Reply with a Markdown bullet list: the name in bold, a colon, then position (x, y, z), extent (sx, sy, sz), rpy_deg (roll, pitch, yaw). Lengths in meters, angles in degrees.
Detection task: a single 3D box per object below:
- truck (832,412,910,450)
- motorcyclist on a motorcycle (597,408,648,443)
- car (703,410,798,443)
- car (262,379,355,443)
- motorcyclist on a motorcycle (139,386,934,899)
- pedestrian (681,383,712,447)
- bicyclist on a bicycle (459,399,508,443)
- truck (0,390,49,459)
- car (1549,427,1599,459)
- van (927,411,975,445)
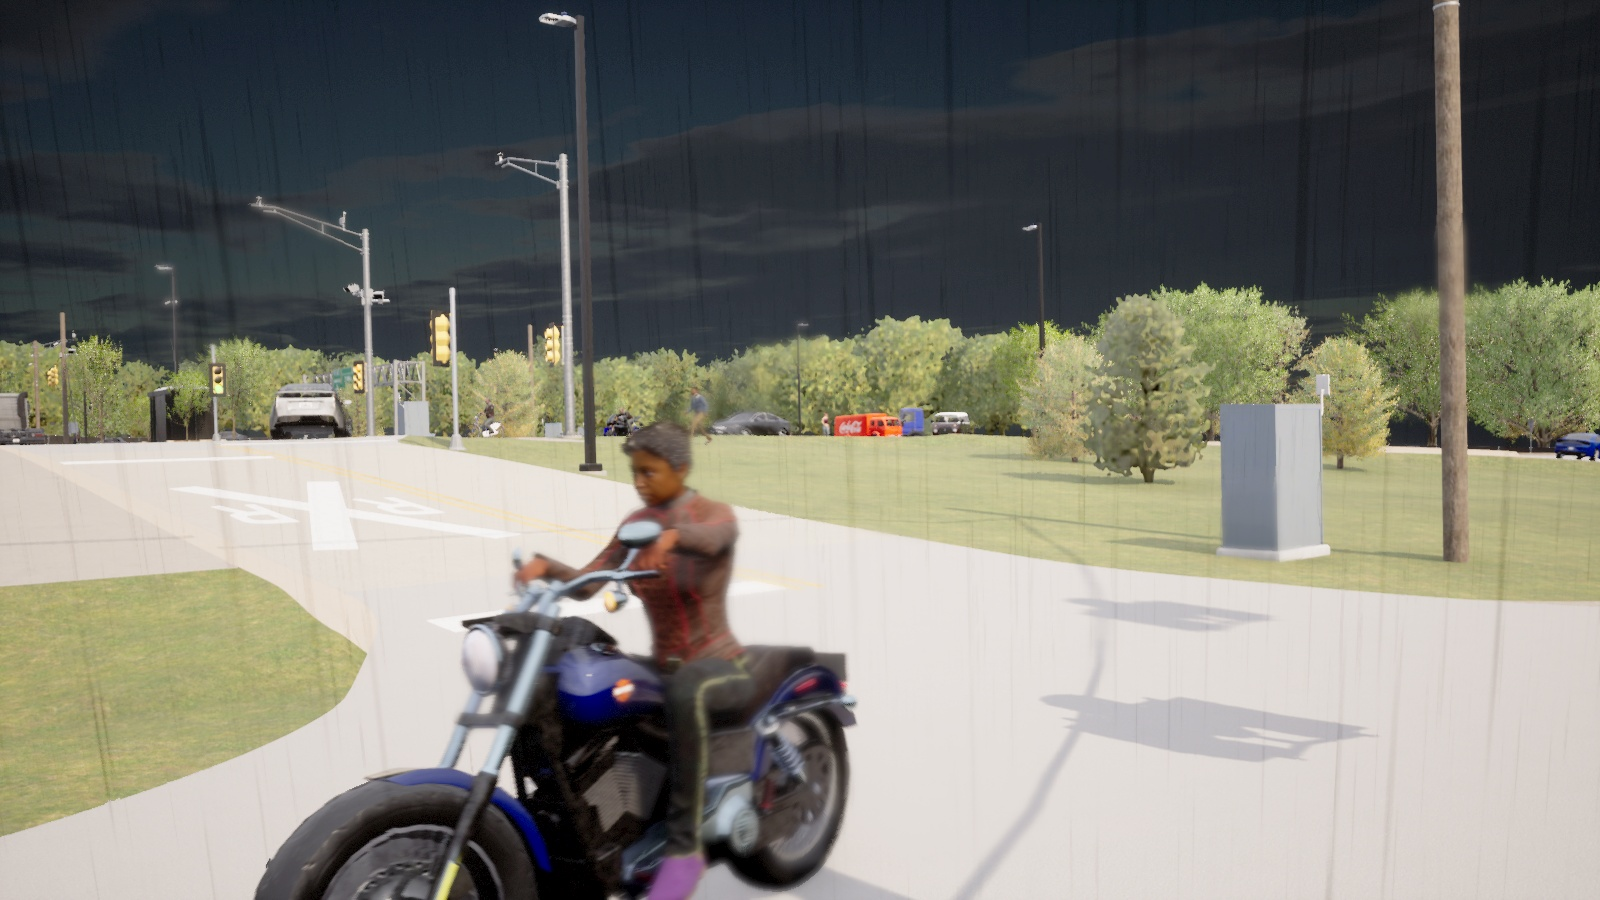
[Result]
- **truck**: position (5.090, -1.364, 90.912), extent (2.627, 2.467, 5.204), rpy_deg (-2, 0, -41)
- **motorcyclist on a motorcycle**: position (-8.000, -1.084, 56.676), extent (0.866, 1.530, 2.191), rpy_deg (-1, -1, 44)
- **car**: position (-2.434, -1.147, 62.695), extent (2.128, 1.511, 4.902), rpy_deg (-1, 0, 36)
- **car**: position (-13.258, -1.010, 34.086), extent (2.007, 1.525, 4.514), rpy_deg (-2, 0, -17)
- **motorcyclist on a motorcycle**: position (-0.529, 0.717, 3.652), extent (0.766, 1.649, 2.350), rpy_deg (-4, -2, 33)
- **pedestrian**: position (-3.196, -1.074, 38.699), extent (0.788, 1.949, 0.423), rpy_deg (-2, 1, -27)
- **bicyclist on a bicycle**: position (-13.025, -1.188, 51.701), extent (1.843, 1.776, 0.659), rpy_deg (-1, 0, -43)
- **truck**: position (-42.458, -1.284, 66.993), extent (2.891, 3.462, 7.936), rpy_deg (-2, 1, -39)
- **car**: position (43.762, -0.358, 69.957), extent (5.008, 1.535, 1.882), rpy_deg (1, 4, -41)
- **van**: position (9.433, -1.372, 78.242), extent (2.069, 2.038, 4.480), rpy_deg (-1, 0, 18)
